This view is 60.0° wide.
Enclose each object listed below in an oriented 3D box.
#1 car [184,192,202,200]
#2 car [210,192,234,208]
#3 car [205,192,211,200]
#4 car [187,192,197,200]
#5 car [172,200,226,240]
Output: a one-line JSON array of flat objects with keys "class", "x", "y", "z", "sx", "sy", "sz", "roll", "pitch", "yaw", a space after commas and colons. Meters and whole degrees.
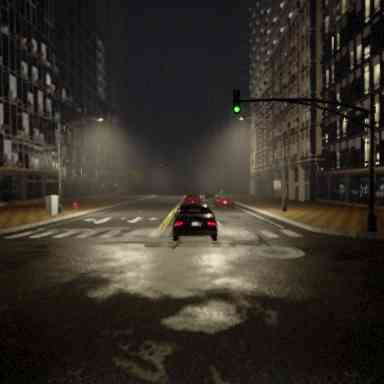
[{"class": "car", "x": 0.087, "y": 0.883, "z": 38.253, "sx": 1.882, "sy": 1.535, "sz": 5.008, "roll": 0, "pitch": 1, "yaw": 0}, {"class": "car", "x": 3.338, "y": 0.982, "z": 35.556, "sx": 1.994, "sy": 1.385, "sz": 4.181, "roll": 0, "pitch": 1, "yaw": 0}, {"class": "car", "x": 3.283, "y": 0.691, "z": 58.868, "sx": 1.895, "sy": 1.301, "sz": 4.718, "roll": 0, "pitch": 1, "yaw": 1}, {"class": "car", "x": 0.044, "y": 0.673, "z": 61.823, "sx": 1.895, "sy": 1.301, "sz": 4.718, "roll": 0, "pitch": 1, "yaw": 0}, {"class": "car", "x": 0.109, "y": 1.240, "z": 14.724, "sx": 2.033, "sy": 1.411, "sz": 5.357, "roll": 0, "pitch": 0, "yaw": 0}]
